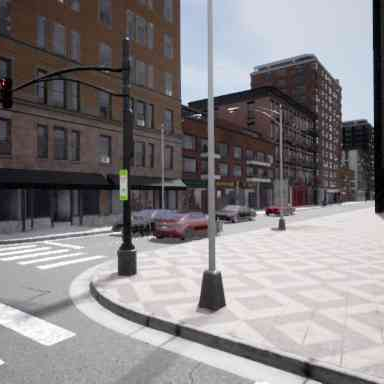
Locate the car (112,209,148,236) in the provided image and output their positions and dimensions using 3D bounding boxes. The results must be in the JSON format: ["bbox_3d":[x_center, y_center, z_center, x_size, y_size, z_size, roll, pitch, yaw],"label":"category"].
[{"bbox_3d":[-2.218,1.708,19.961,2.033,1.411,5.357,-1,-1,36],"label":"car"}]

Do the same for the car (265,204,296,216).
[{"bbox_3d":[9.705,1.929,36.494,1.895,1.301,4.718,-1,-1,36],"label":"car"}]

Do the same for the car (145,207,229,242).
[{"bbox_3d":[-0.126,1.684,17.415,1.994,1.385,4.181,-1,-1,36],"label":"car"}]

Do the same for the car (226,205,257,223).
[{"bbox_3d":[3.690,1.792,28.167,2.033,1.411,5.357,-1,-1,35],"label":"car"}]
